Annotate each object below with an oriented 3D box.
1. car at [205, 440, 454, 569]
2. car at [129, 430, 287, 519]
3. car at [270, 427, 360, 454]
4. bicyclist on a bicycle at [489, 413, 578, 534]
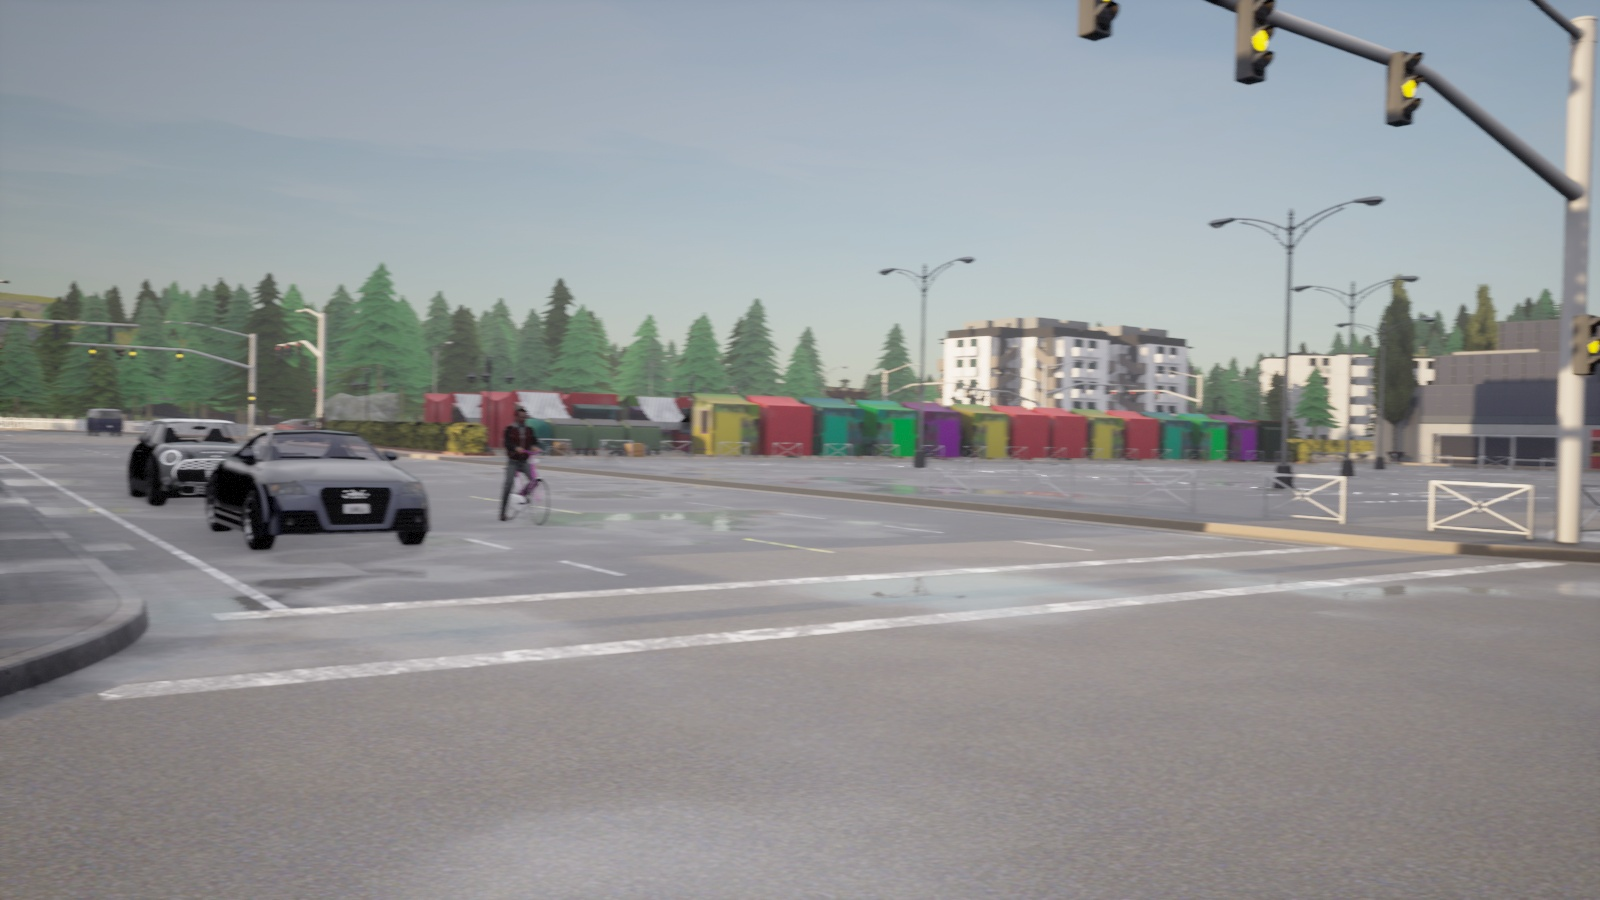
[{"bbox_3d":[-6.123,0.574,16.041,1.994,1.385,4.181,-1,1,-35],"label":"car"},{"bbox_3d":[-10.781,0.370,22.721,1.970,1.475,3.806,-1,1,-35],"label":"car"},{"bbox_3d":[-30.821,-0.642,79.983,2.152,1.651,5.027,1,1,33],"label":"car"},{"bbox_3d":[-4.110,0.336,19.274,0.659,1.776,1.843,-1,1,-35],"label":"bicyclist on a bicycle"}]
